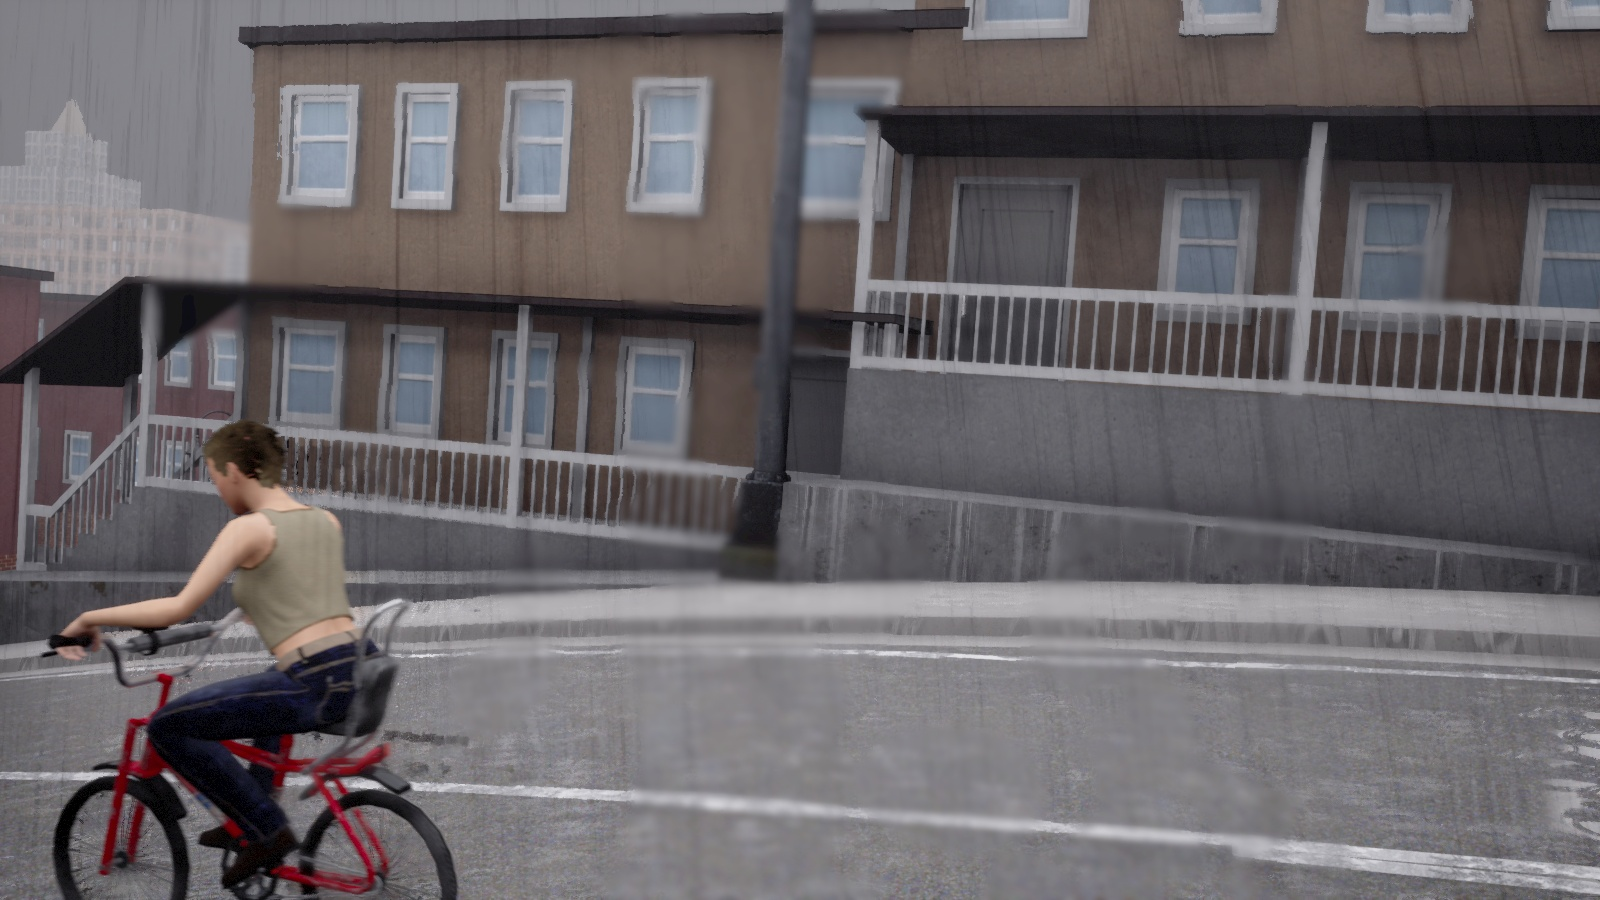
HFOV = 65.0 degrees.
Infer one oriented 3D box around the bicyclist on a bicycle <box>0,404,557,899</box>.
[{"bbox_3d":[-1.637,0.712,3.730,1.509,1.612,0.866,-2,0,19],"label":"bicyclist on a bicycle"}]
